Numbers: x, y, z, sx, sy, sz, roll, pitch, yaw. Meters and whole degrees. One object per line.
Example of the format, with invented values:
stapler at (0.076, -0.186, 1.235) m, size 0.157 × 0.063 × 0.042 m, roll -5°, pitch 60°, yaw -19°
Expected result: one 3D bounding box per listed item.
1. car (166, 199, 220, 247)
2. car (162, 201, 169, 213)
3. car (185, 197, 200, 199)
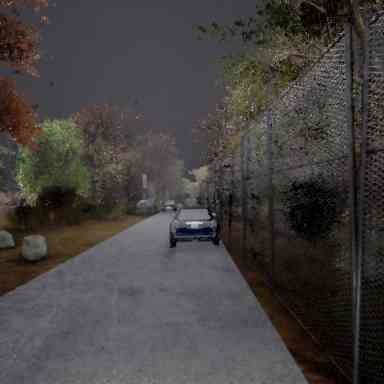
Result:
car at (0.093, 1.406, 15.571) m, size 2.097 × 1.767 × 4.553 m, roll -1°, pitch 0°, yaw 0°
car at (-2.991, 2.029, 45.249) m, size 2.128 × 1.511 × 4.902 m, roll 0°, pitch -1°, yaw 0°
car at (0.027, 1.593, 37.725) m, size 2.150 × 2.045 × 5.566 m, roll 0°, pitch -1°, yaw -1°
